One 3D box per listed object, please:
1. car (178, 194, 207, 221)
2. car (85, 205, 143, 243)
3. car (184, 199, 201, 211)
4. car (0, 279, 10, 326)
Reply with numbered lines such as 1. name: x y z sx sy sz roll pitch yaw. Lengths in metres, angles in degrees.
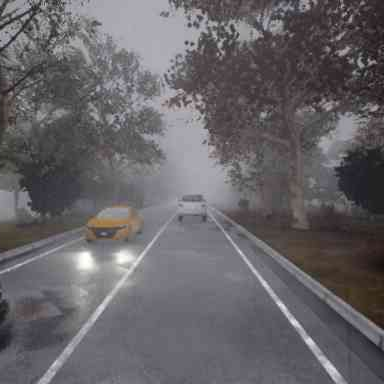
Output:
1. car: 0.047 1.163 26.652 2.150 2.045 5.566 0 -1 0
2. car: -3.568 1.423 15.986 1.882 1.535 5.008 0 0 0
3. car: 0.112 1.621 42.495 2.033 1.411 5.357 0 -1 1
4. car: -3.596 1.544 2.559 2.033 1.411 5.357 0 0 0
